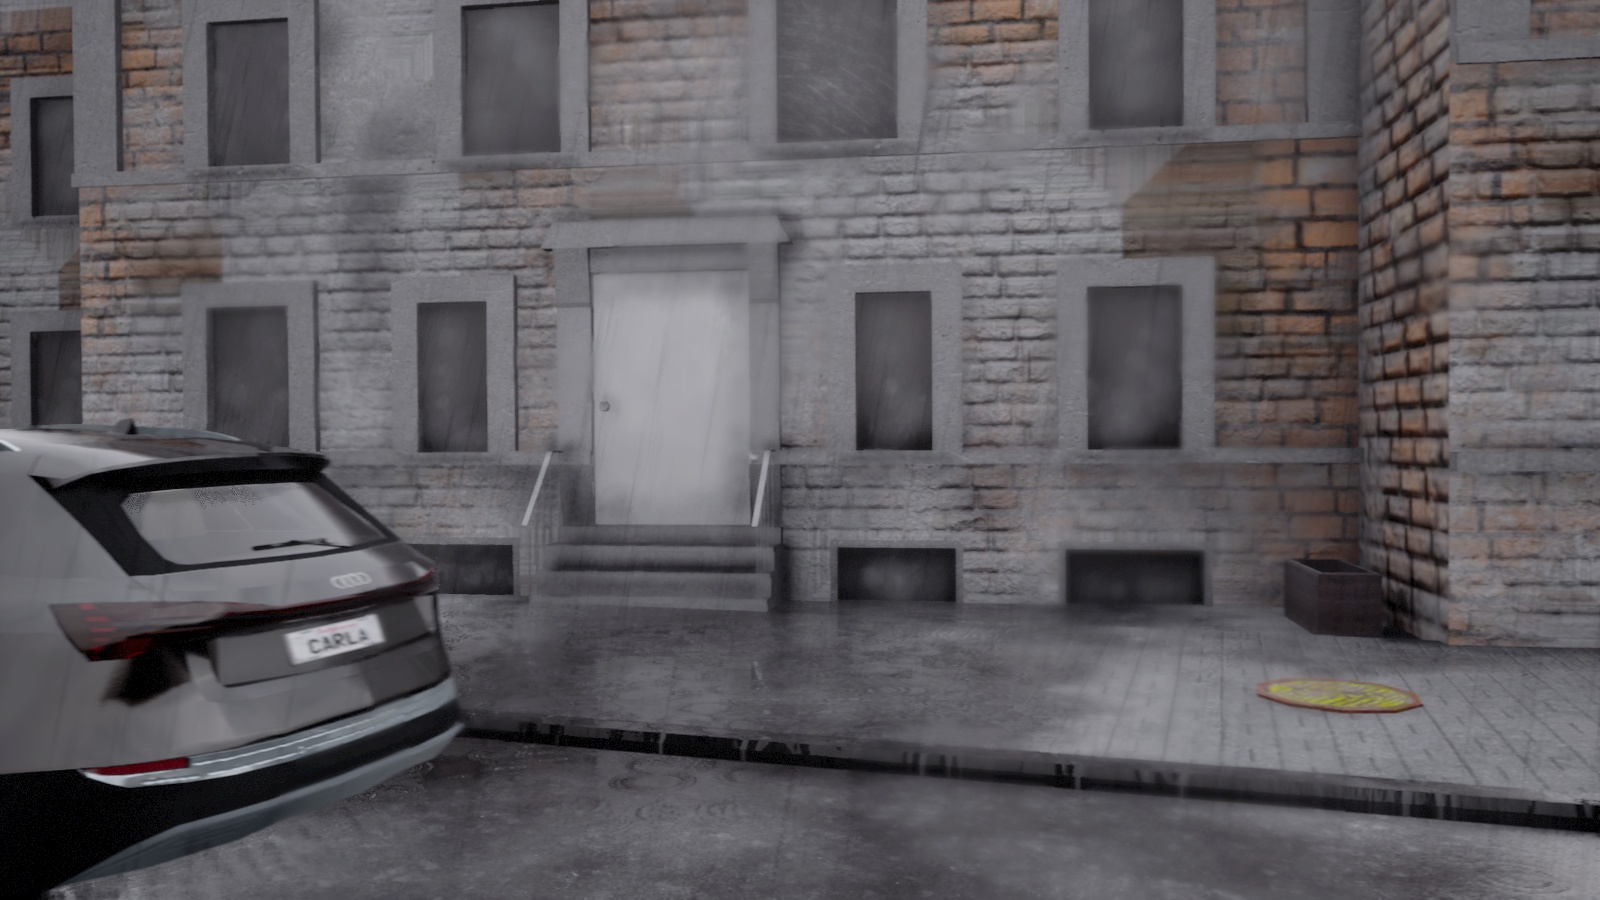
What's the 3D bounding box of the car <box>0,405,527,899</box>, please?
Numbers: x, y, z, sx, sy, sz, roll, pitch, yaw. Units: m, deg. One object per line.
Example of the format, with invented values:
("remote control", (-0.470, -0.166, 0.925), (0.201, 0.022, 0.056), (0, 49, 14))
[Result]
("car", (-3.750, 0.679, 4.981), (4.856, 1.649, 2.033), (0, 1, 19))
